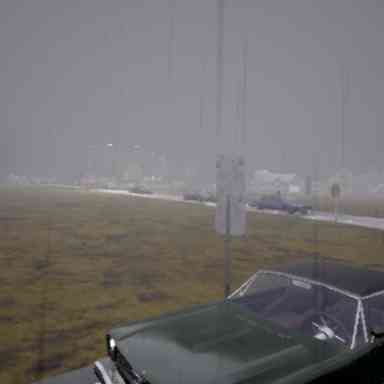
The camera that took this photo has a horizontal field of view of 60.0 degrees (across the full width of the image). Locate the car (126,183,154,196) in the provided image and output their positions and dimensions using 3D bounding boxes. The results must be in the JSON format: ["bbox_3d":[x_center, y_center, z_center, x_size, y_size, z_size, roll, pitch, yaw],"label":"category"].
[{"bbox_3d":[-6.999,-0.343,45.861,1.837,1.490,4.892,1,2,-35],"label":"car"}]

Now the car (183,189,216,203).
[{"bbox_3d":[0.886,0.376,34.536,1.994,1.385,4.181,1,2,-35],"label":"car"}]

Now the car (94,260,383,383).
[{"bbox_3d":[1.382,1.623,3.935,4.718,1.301,1.895,0,0,-34],"label":"car"}]

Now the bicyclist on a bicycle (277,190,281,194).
[{"bbox_3d":[8.796,0.640,33.655,1.656,1.620,0.582,1,2,-35],"label":"bicyclist on a bicycle"}]

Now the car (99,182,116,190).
[{"bbox_3d":[-16.395,-1.182,64.428,2.033,1.411,5.357,1,2,-35],"label":"car"}]

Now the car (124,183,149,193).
[{"bbox_3d":[-9.013,-0.657,53.851,2.128,1.511,4.902,1,2,-35],"label":"car"}]

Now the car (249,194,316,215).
[{"bbox_3d":[6.884,0.877,25.940,2.033,1.411,5.357,1,2,-35],"label":"car"}]
